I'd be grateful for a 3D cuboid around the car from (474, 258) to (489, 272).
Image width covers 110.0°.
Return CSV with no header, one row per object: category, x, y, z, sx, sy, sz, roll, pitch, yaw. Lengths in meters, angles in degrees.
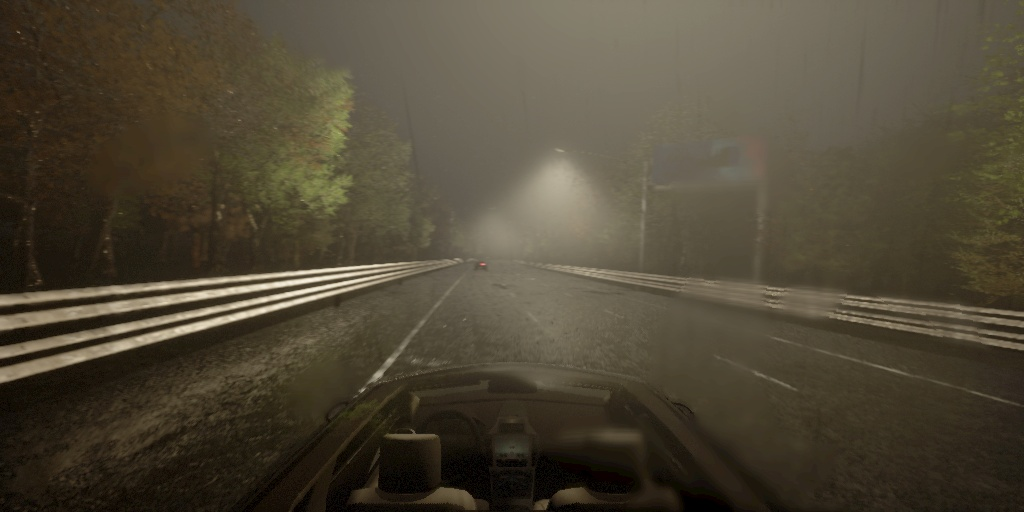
car,-4.425,1.424,51.445,1.837,1.490,4.892,3,-3,-4
